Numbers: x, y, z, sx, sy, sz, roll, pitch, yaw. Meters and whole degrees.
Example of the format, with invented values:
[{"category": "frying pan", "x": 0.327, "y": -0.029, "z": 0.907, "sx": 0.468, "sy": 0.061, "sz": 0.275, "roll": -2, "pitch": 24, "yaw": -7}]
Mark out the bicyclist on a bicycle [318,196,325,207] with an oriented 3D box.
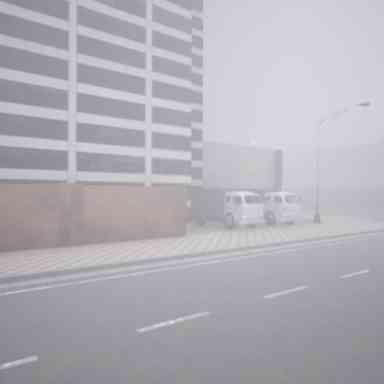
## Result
[{"category": "bicyclist on a bicycle", "x": 19.377, "y": 1.480, "z": 49.785, "sx": 1.656, "sy": 1.620, "sz": 0.582, "roll": 0, "pitch": 0, "yaw": -36}]
